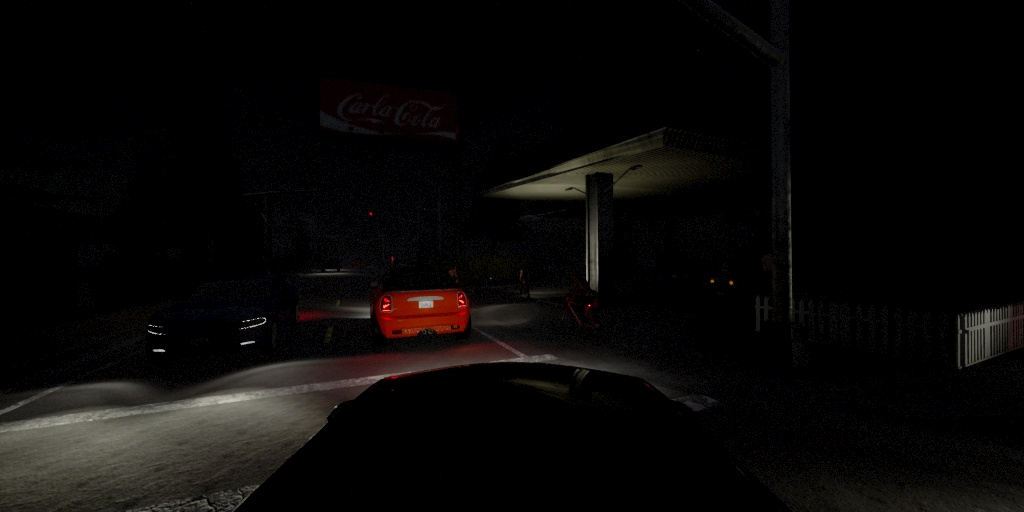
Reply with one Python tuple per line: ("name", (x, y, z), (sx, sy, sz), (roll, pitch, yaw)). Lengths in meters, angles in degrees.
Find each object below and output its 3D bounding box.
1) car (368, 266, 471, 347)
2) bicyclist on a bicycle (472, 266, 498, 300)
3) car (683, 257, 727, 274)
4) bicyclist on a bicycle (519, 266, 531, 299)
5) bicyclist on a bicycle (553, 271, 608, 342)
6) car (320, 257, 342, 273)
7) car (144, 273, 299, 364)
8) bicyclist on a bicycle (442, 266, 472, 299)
("car", (-2.614, 1.041, 9.486), (2.097, 1.767, 4.553), (0, 0, -22))
("bicyclist on a bicycle", (-1.454, 1.322, 17.805), (1.656, 1.620, 0.582), (1, 0, -22))
("car", (25.514, 1.198, 47.367), (4.892, 1.490, 1.837), (0, 0, -24))
("bicyclist on a bicycle", (0.654, 1.315, 17.937), (0.582, 1.620, 1.656), (0, 0, 16))
("bicyclist on a bicycle", (1.640, 1.194, 8.735), (0.582, 1.620, 1.656), (3, -2, -43))
("car", (-24.077, 1.102, 47.681), (2.150, 2.045, 5.566), (0, 0, -25))
("car", (-6.319, 1.194, 8.387), (1.882, 1.535, 5.008), (0, 0, -24))
("bicyclist on a bicycle", (-2.751, 1.295, 16.413), (1.656, 1.620, 0.582), (1, 0, 37))
